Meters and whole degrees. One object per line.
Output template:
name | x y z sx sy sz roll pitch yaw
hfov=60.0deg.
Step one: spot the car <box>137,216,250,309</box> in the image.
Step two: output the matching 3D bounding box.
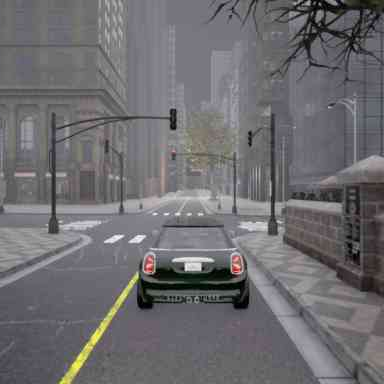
car | 0.034 1.352 8.041 2.097 1.767 4.553 0 0 0
